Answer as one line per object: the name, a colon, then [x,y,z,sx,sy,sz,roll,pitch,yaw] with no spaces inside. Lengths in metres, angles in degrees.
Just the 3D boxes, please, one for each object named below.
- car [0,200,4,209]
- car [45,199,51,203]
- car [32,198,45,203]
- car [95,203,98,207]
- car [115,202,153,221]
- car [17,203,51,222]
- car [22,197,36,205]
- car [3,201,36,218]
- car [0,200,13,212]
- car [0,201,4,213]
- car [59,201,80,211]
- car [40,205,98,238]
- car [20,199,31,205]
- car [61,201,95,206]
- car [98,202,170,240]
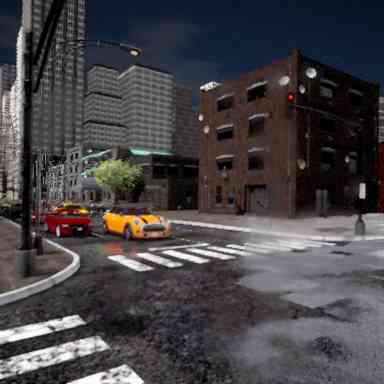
car: [-32.569,2.018,55.321,1.887,1.381,4.507,1,-1,-35]
car: [-28.691,2.138,64.409,1.967,1.590,4.097,1,-1,-35]
car: [-20.918,1.889,43.311,1.837,1.490,4.892,1,-2,-34]
car: [-11.792,1.992,40.461,2.008,1.369,4.403,1,-1,-35]
car: [-5.585,1.788,31.601,1.967,1.590,4.097,1,-1,-35]
car: [-12.034,1.737,25.748,1.802,1.307,4.206,1,-1,-35]
car: [-38.203,2.163,78.012,2.192,1.841,5.009,1,-1,-35]
car: [-17.193,1.798,33.124,1.947,1.339,4.313,1,-1,-35]
car: [-26.172,1.897,46.083,1.752,1.417,4.829,1,-1,-35]
car: [-21.493,1.849,39.323,2.008,1.369,4.403,1,-1,-35]
car: [-18.275,2.064,49.637,1.752,1.417,4.829,1,-1,-35]
car: [-6.874,1.624,18.373,1.887,1.381,4.507,1,-1,-35]
car: [-41.474,2.425,82.682,1.752,1.417,4.829,1,-1,-35]
car: [-10.054,1.695,27.681,1.882,1.535,5.008,1,-1,-35]
car: [-3.009,1.465,17.610,2.097,1.767,4.553,1,-1,-35]
